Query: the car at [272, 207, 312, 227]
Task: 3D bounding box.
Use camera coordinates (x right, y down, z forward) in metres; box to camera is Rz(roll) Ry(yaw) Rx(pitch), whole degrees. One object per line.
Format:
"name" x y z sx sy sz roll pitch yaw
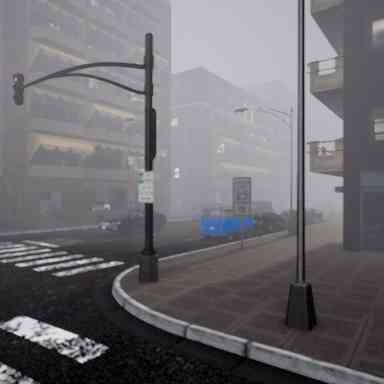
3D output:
"car" 8.387 2.154 27.991 1.802 1.307 4.206 -1 -2 35

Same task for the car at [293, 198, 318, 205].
"car" 16.078 1.810 48.557 2.150 2.045 5.566 0 -1 35

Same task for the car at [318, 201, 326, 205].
"car" 24.011 2.883 64.393 1.802 1.307 4.206 -1 -2 35

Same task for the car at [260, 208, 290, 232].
"car" 5.180 2.032 23.476 1.947 1.339 4.313 -1 -2 35

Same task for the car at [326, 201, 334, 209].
"car" 27.219 2.722 68.915 2.192 1.841 5.009 -1 -2 35

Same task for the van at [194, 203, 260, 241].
"van" 2.108 1.701 18.868 1.690 1.788 3.998 -1 -2 35

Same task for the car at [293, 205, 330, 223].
"car" 11.596 2.230 32.508 2.008 1.369 4.403 -1 -2 35

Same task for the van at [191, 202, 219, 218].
"van" 1.552 1.897 32.789 1.690 1.788 3.998 -1 -2 35

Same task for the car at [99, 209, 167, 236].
"car" -3.614 1.809 21.017 2.128 1.511 4.902 0 -1 35

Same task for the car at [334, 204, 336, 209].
"car" 30.428 3.058 73.425 1.887 1.381 4.507 -1 -2 35

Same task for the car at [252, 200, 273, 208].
"car" 6.920 1.889 35.833 2.150 2.045 5.566 0 -1 35

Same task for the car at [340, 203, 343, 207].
"car" 39.957 3.369 86.836 1.752 1.417 4.829 -1 -2 35
